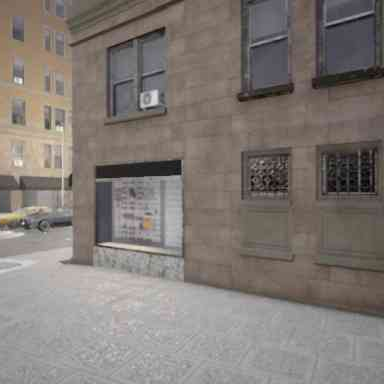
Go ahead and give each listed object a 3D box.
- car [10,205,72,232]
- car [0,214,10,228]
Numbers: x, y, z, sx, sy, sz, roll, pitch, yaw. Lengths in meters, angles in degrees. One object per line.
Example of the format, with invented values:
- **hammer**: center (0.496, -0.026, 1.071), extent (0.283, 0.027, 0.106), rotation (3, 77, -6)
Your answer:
- **car**: center (-8.582, 1.627, 20.779), extent (1.994, 1.385, 4.181), rotation (0, 0, 35)
- **car**: center (-10.882, 1.600, 22.303), extent (1.752, 1.417, 4.829), rotation (0, 0, 35)
